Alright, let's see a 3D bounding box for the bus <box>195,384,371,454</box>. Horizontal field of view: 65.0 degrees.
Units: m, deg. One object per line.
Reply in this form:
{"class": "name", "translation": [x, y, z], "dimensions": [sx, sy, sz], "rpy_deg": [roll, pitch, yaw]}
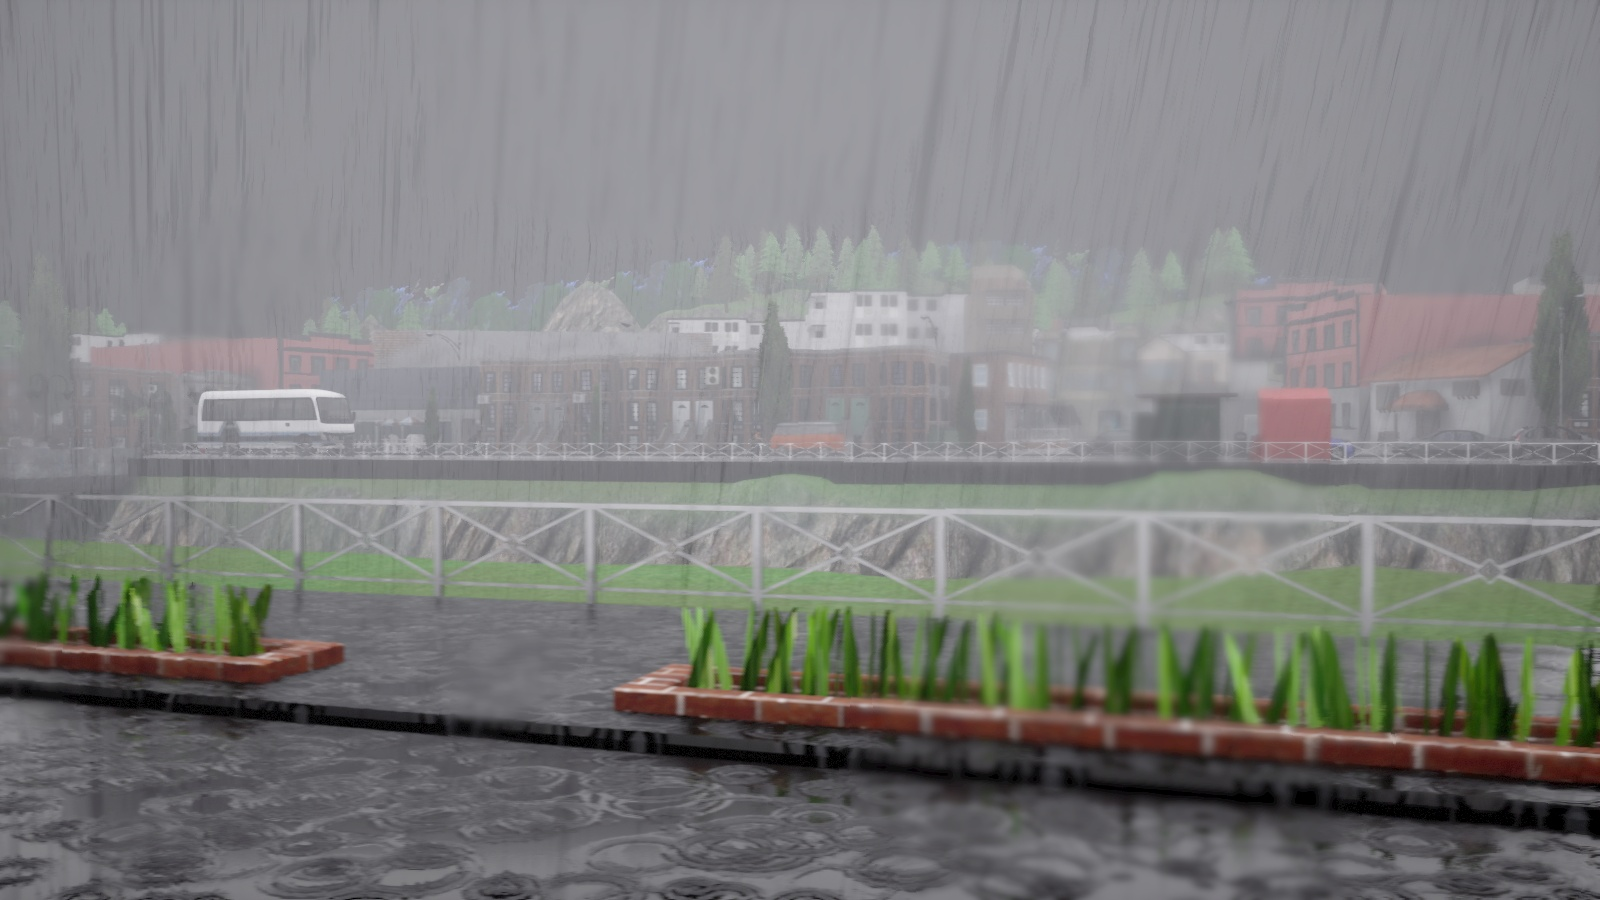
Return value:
{"class": "bus", "translation": [-32.826, -1.951, 79.795], "dimensions": [10.273, 4.253, 3.944], "rpy_deg": [0, 1, 19]}

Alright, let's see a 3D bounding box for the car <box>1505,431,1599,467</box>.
{"class": "car", "translation": [34.590, -0.061, 57.243], "dimensions": [3.988, 1.617, 1.851], "rpy_deg": [0, 1, 20]}

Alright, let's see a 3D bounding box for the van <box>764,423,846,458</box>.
{"class": "van", "translation": [0.296, -0.586, 72.898], "dimensions": [4.442, 1.987, 1.775], "rpy_deg": [1, 1, 19]}

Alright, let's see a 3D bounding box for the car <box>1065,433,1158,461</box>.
{"class": "car", "translation": [16.724, -0.163, 67.402], "dimensions": [4.674, 1.442, 1.812], "rpy_deg": [1, 1, 19]}

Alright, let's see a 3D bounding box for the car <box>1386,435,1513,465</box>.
{"class": "car", "translation": [32.103, -0.001, 62.249], "dimensions": [5.357, 1.411, 2.033], "rpy_deg": [1, 1, 19]}

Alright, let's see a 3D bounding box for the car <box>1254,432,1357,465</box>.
{"class": "car", "translation": [24.372, -0.106, 60.693], "dimensions": [4.514, 1.525, 2.007], "rpy_deg": [1, 1, 20]}
